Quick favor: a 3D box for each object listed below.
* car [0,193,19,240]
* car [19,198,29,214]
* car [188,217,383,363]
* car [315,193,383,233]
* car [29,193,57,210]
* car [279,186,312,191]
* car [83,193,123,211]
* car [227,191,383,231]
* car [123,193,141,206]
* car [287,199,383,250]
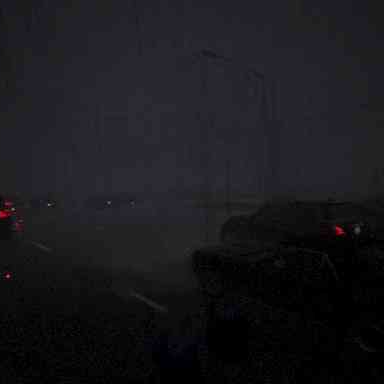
[{"bbox_3d":[-9.441,1.008,14.487,2.150,2.045,5.566,-3,2,-38],"label":"car"},{"bbox_3d":[-15.322,1.049,27.620,1.837,1.490,4.892,-3,2,-38],"label":"car"},{"bbox_3d":[1.998,1.379,5.643,1.895,1.301,4.718,-3,2,-38],"label":"car"},{"bbox_3d":[8.235,0.865,14.673,2.128,1.511,4.902,-3,2,-38],"label":"car"},{"bbox_3d":[-14.594,0.896,32.348,1.837,1.490,4.892,-3,2,-38],"label":"car"},{"bbox_3d":[12.230,0.047,40.362,4.892,1.490,1.837,-2,2,-10],"label":"car"},{"bbox_3d":[-8.332,0.877,30.054,1.994,1.385,4.181,-3,2,-38],"label":"car"},{"bbox_3d":[2.898,0.979,10.137,2.097,1.767,4.553,-3,2,-38],"label":"car"},{"bbox_3d":[-7.173,0.766,34.238,1.895,1.301,4.718,-3,2,-38],"label":"car"},{"bbox_3d":[5.830,1.068,12.079,1.994,1.385,4.181,-3,2,-38],"label":"car"}]
